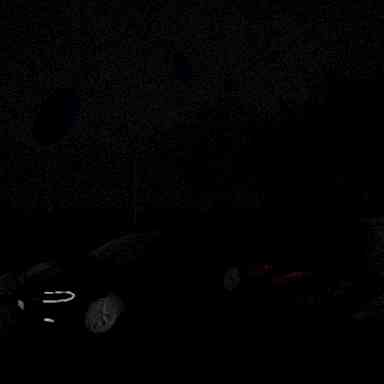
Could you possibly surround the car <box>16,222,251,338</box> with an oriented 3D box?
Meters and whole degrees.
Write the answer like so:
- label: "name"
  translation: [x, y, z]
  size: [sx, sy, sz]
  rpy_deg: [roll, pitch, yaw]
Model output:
- label: "car"
  translation: [-0.836, 1.453, 6.873]
  size: [5.008, 1.535, 1.882]
  rpy_deg: [-1, 0, -43]
